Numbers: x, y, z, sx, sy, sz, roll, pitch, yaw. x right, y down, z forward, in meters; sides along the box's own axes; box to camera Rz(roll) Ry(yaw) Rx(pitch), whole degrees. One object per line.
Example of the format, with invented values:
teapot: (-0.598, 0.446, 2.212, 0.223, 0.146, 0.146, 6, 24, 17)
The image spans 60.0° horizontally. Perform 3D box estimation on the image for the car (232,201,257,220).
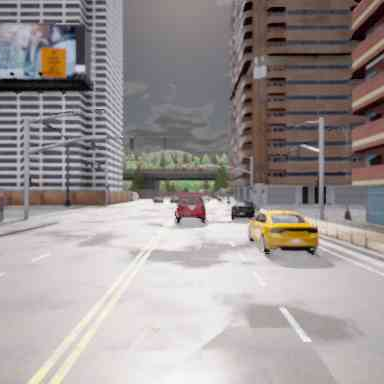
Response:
car: (4.713, 1.543, 28.565, 1.882, 1.535, 5.008, -1, 0, 19)

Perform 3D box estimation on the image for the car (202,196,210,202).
car: (3.524, 1.641, 83.832, 1.812, 1.442, 4.674, 0, 0, 0)

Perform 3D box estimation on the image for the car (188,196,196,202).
car: (0.024, 1.670, 83.831, 1.994, 1.385, 4.181, 0, 0, 0)

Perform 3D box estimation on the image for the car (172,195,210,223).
car: (-0.216, 1.284, 26.442, 2.150, 2.045, 5.566, 0, 0, -5)

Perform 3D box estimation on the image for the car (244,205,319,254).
car: (3.555, 1.509, 13.713, 1.882, 1.535, 5.008, 0, 0, 1)

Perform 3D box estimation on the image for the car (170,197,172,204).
car: (-3.480, 1.515, 69.495, 2.097, 1.767, 4.553, 0, 0, 0)

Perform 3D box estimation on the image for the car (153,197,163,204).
car: (-6.980, 1.699, 69.218, 2.033, 1.411, 5.357, 0, 0, 0)
